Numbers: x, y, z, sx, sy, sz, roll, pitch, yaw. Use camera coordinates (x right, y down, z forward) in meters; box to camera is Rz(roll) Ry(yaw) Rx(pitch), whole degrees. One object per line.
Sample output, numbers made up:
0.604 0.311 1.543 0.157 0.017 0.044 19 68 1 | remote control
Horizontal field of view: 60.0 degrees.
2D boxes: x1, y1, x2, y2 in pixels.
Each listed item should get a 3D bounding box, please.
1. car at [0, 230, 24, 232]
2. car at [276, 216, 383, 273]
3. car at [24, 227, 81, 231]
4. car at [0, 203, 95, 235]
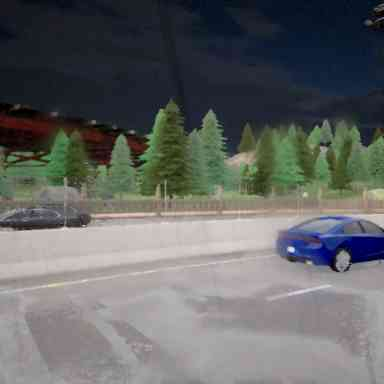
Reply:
-8.372 1.557 10.885 4.718 1.301 1.895 0 0 -35 | car
4.994 1.518 10.805 5.008 1.535 1.882 0 0 -30 | car
-7.784 1.468 15.457 4.892 1.490 1.837 0 0 -34 | car
-8.360 1.468 19.281 4.892 1.490 1.837 0 0 -33 | car
